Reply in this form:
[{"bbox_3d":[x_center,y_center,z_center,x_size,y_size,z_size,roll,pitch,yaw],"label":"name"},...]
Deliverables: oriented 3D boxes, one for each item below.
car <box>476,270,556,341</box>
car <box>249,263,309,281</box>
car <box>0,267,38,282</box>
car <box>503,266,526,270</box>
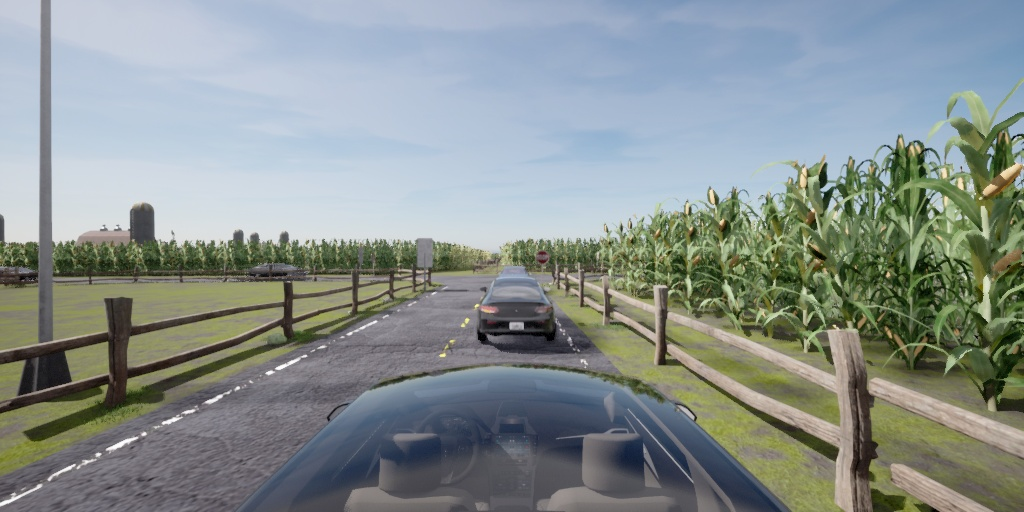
[{"bbox_3d":[0.090,1.274,9.709,1.812,1.442,4.674,0,0,0],"label":"car"},{"bbox_3d":[-20.955,1.400,32.372,4.902,1.511,2.128,0,0,0],"label":"car"},{"bbox_3d":[-45.252,1.660,32.398,5.357,1.411,2.033,-1,0,0],"label":"car"},{"bbox_3d":[0.158,1.295,20.769,2.033,1.411,5.357,0,0,2],"label":"car"}]
